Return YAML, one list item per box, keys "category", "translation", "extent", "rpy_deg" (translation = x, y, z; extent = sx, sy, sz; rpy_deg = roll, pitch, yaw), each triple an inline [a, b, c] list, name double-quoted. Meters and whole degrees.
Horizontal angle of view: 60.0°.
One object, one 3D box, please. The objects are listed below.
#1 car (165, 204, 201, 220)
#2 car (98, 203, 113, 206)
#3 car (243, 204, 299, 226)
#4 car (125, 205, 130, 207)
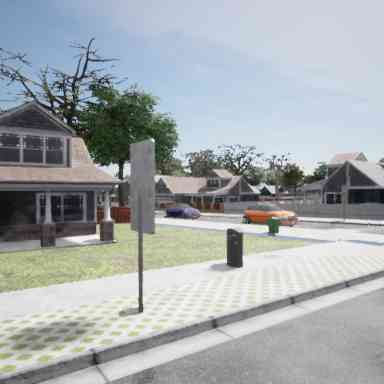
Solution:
- category: "car"
  translation: [-1.047, 2.089, 36.460]
  extent: [2.097, 1.767, 4.553]
  rpy_deg: [0, -1, -37]
- category: "car"
  translation: [-15.760, 2.715, 59.850]
  extent: [2.097, 1.767, 4.553]
  rpy_deg: [0, -1, -41]
- category: "car"
  translation: [6.200, 1.777, 26.556]
  extent: [2.097, 1.767, 4.553]
  rpy_deg: [0, -1, -36]
- category: "car"
  translation: [-8.289, 2.533, 46.035]
  extent: [1.837, 1.490, 4.892]
  rpy_deg: [0, -1, -36]
